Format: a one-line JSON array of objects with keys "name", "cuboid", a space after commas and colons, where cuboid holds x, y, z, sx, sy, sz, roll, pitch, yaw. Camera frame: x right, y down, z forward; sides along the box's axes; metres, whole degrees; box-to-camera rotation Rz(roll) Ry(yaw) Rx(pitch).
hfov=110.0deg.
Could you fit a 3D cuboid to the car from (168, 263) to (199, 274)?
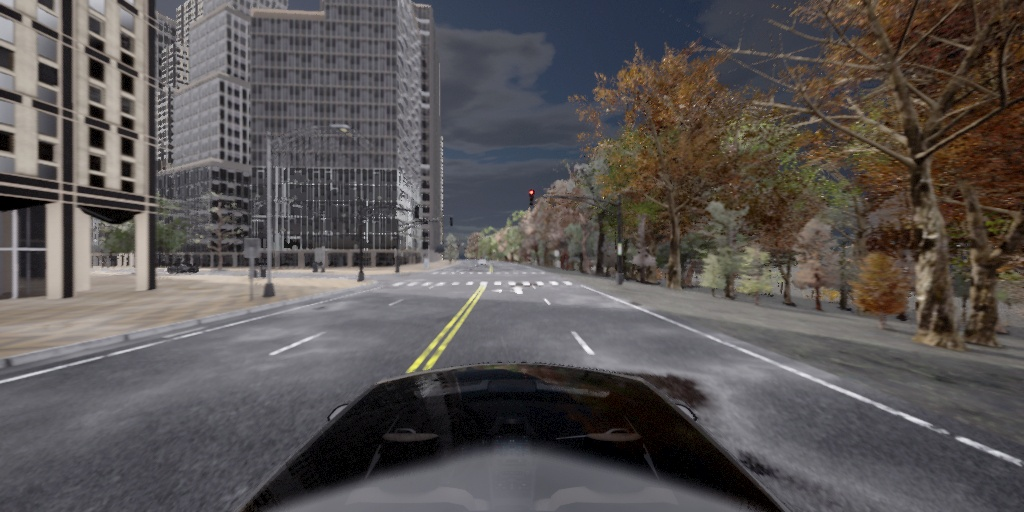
[{"name": "car", "cuboid": [-42.901, 1.620, 46.800, 4.892, 1.490, 1.837, -1, 0, 28]}]
